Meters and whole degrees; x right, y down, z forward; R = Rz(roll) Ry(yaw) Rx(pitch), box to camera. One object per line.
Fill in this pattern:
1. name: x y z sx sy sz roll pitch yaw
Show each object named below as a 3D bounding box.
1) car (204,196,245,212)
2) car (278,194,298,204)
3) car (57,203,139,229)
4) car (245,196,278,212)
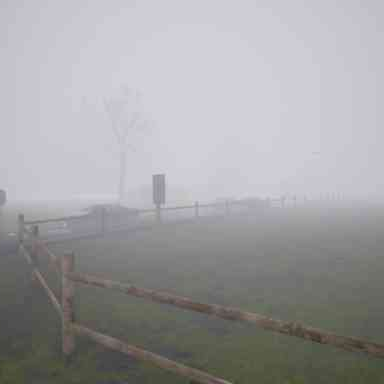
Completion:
1. car: 3.082 1.211 33.740 2.128 1.511 4.902 -2 0 35
2. car: 14.285 1.026 49.698 1.882 1.535 5.008 -2 0 35
3. car: -5.723 1.421 21.073 2.033 1.411 5.357 -2 0 35
4. car: 6.516 1.130 33.521 2.128 1.511 4.902 -2 0 35
